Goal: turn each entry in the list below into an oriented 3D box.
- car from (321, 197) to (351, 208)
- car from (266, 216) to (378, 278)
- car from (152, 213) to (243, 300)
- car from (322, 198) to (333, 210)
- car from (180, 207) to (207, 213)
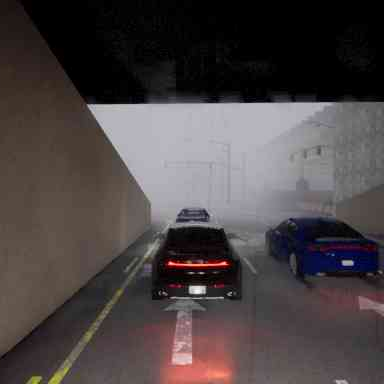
[{"bbox_3d":[17.648,1.295,40.712,4.536,1.218,1.853,0,0,-45],"label":"car"},{"bbox_3d":[3.610,1.478,10.159,1.882,1.535,5.008,0,0,0],"label":"car"},{"bbox_3d":[0.105,1.505,8.380,1.837,1.490,4.892,0,0,0],"label":"car"},{"bbox_3d":[17.611,1.453,40.675,4.974,1.542,2.038,0,0,-45],"label":"car"},{"bbox_3d":[0.099,1.547,18.126,2.033,1.411,5.357,0,0,3],"label":"car"}]
